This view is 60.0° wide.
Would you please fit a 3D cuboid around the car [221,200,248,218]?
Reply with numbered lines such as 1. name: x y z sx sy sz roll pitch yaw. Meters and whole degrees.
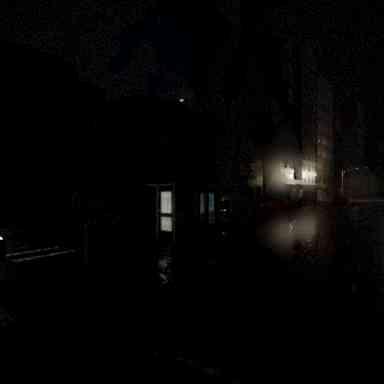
1. car: 3.256 1.449 29.281 1.837 1.490 4.892 0 0 35

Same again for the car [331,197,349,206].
1. car: 23.442 1.415 52.623 2.033 1.411 5.357 0 0 35

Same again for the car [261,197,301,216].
1. car: 8.229 1.270 31.191 2.097 1.767 4.553 0 0 35

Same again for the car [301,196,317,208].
1. car: 16.356 1.380 47.576 1.882 1.535 5.008 0 0 36

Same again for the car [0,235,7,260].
1. car: -7.570 1.324 8.926 2.097 1.767 4.553 0 0 35
